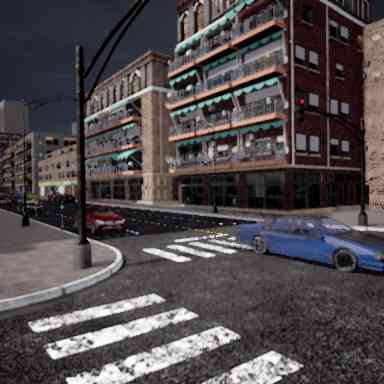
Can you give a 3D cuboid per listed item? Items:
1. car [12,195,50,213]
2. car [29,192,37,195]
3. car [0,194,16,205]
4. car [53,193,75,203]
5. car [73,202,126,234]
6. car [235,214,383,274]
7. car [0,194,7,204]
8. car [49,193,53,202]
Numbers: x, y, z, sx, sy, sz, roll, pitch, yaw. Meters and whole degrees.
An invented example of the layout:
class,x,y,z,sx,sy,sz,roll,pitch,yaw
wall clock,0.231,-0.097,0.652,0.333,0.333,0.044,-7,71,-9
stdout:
class,x,y,z,sx,sy,sz,roll,pitch,yaw
car,-15.392,1.228,31.599,2.008,1.369,4.403,0,1,-37
car,-32.882,0.745,68.526,1.752,1.417,4.829,-1,1,-37
car,-25.706,1.113,45.198,1.802,1.307,4.206,-1,1,-37
car,-19.026,0.965,50.257,1.947,1.339,4.313,-1,1,-37
car,-5.076,1.417,18.000,1.802,1.307,4.206,0,1,-37
car,3.790,1.457,10.748,2.033,1.411,5.357,-1,1,-37
car,-29.145,1.030,49.732,1.887,1.381,4.507,-1,1,-37
car,-22.465,0.794,54.790,1.967,1.590,4.097,-1,1,-37
